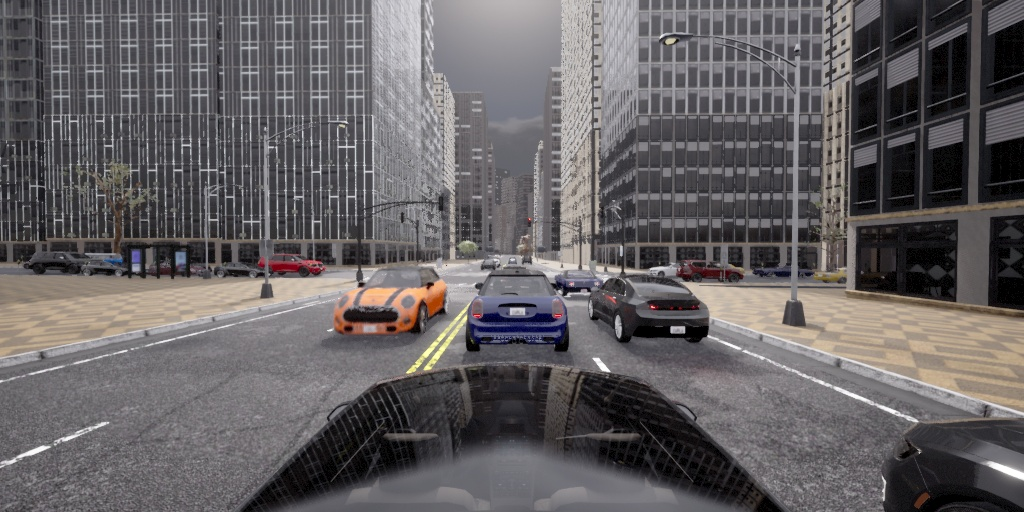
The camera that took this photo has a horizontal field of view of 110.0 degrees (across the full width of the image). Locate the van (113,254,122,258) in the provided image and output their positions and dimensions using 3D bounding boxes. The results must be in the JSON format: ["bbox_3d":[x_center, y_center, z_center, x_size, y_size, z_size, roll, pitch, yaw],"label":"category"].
[{"bbox_3d":[-45.227,0.605,39.283,3.998,1.789,1.690,0,0,1],"label":"van"}]

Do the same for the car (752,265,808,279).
[{"bbox_3d":[26.467,1.551,35.275,4.718,1.301,1.895,1,1,1],"label":"car"}]

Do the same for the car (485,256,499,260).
[{"bbox_3d":[-3.264,1.193,50.625,1.882,1.535,5.008,0,0,0],"label":"car"}]

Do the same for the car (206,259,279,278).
[{"bbox_3d":[-22.686,1.174,30.280,4.313,1.339,1.948,0,0,1],"label":"car"}]

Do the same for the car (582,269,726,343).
[{"bbox_3d":[3.362,1.251,9.697,1.837,1.490,4.892,0,0,0],"label":"car"}]

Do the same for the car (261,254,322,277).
[{"bbox_3d":[-20.231,0.809,32.928,5.566,2.045,2.150,0,1,1],"label":"car"}]

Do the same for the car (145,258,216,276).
[{"bbox_3d":[-30.590,0.997,33.159,4.892,1.490,1.837,1,1,1],"label":"car"}]

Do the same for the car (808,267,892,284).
[{"bbox_3d":[27.686,1.579,29.473,4.829,1.417,1.751,0,0,1],"label":"car"}]

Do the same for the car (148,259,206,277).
[{"bbox_3d":[-28.370,1.138,30.422,4.207,1.307,1.802,0,0,1],"label":"car"}]

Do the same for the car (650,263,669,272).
[{"bbox_3d":[15.947,1.384,35.469,4.674,1.442,1.812,0,1,-1],"label":"car"}]

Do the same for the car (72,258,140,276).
[{"bbox_3d":[-34.050,1.070,30.605,4.313,1.339,1.948,0,0,1],"label":"car"}]

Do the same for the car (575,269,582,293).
[{"bbox_3d":[3.378,1.341,19.007,1.895,1.301,4.718,0,0,0],"label":"car"}]

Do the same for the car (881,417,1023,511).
[{"bbox_3d":[3.344,1.255,0.298,1.837,1.490,4.892,0,0,0],"label":"car"}]

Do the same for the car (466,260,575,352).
[{"bbox_3d":[0.111,1.099,9.091,2.097,1.767,4.553,0,0,0],"label":"car"}]

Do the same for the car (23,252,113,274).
[{"bbox_3d":[-41.327,0.616,33.402,5.566,2.045,2.150,1,1,2],"label":"car"}]

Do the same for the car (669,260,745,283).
[{"bbox_3d":[16.238,1.269,29.689,5.009,1.841,2.192,0,0,1],"label":"car"}]

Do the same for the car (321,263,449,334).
[{"bbox_3d":[-3.268,1.097,10.561,2.097,1.767,4.553,0,0,1],"label":"car"}]

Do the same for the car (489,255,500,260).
[{"bbox_3d":[-3.234,0.925,60.573,2.150,2.045,5.566,0,0,0],"label":"car"}]
